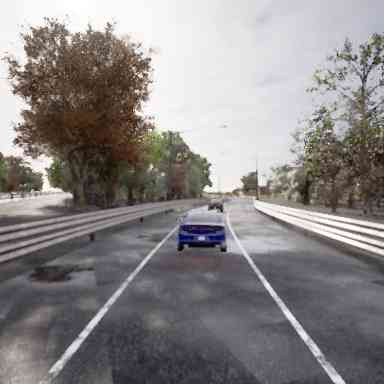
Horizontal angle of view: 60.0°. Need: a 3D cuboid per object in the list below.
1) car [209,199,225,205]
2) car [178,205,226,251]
[{"bbox_3d":[3.255,1.746,44.078,1.837,1.490,4.892,0,0,8],"label":"car"},{"bbox_3d":[0.477,1.552,14.666,1.882,1.535,5.008,0,0,3],"label":"car"}]
